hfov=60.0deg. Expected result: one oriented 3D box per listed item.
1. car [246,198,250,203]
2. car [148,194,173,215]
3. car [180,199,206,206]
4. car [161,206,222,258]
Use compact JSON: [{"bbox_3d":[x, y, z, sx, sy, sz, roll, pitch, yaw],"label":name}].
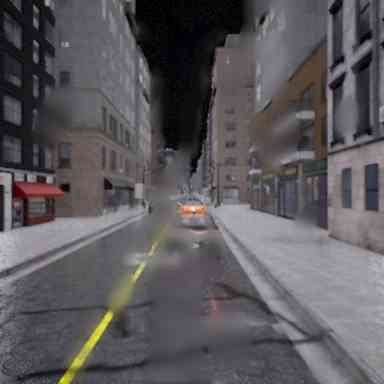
[{"bbox_3d":[12.137,1.406,60.840,4.507,1.381,1.887,-1,0,0],"label":"car"},{"bbox_3d":[-3.087,1.212,33.904,2.150,2.045,5.566,0,0,0],"label":"car"},{"bbox_3d":[0.082,1.346,27.288,2.097,1.767,4.553,0,0,0],"label":"car"},{"bbox_3d":[0.083,1.489,12.759,2.128,1.511,4.902,0,0,0],"label":"car"}]
